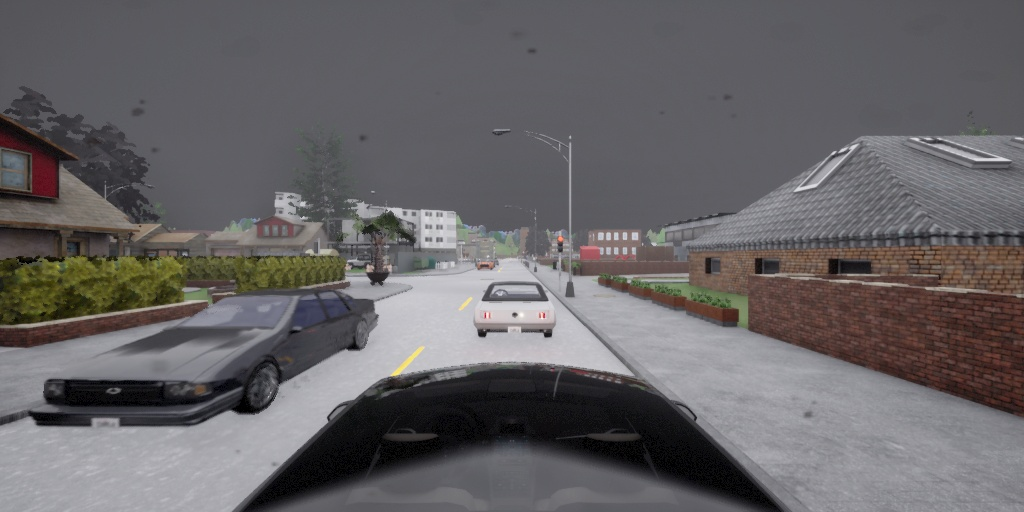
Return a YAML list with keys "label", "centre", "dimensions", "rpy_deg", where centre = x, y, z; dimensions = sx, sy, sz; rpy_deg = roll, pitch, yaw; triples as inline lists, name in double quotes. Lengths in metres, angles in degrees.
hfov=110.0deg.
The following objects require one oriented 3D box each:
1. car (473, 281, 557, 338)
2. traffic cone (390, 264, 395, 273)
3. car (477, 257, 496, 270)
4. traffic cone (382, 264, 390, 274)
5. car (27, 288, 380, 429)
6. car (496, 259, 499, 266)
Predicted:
- label: "car"
  centre: [0.096, 1.351, 10.191]
  dimensions: [1.895, 1.301, 4.718]
  rpy_deg: [0, 0, 1]
- label: "traffic cone"
  centre: [-15.162, 1.558, 44.708]
  dimensions: [0.344, 0.586, 0.344]
  rpy_deg: [0, 0, 0]
- label: "car"
  centre: [-3.826, 1.102, 52.297]
  dimensions: [2.097, 1.767, 4.553]
  rpy_deg: [0, 0, 0]
- label: "traffic cone"
  centre: [-15.526, 1.561, 44.141]
  dimensions: [0.344, 0.586, 0.344]
  rpy_deg: [0, 0, 0]
- label: "car"
  centre: [-4.078, 1.297, 6.269]
  dimensions: [2.033, 1.411, 5.357]
  rpy_deg: [0, 0, 0]
- label: "car"
  centre: [-3.755, 1.254, 61.678]
  dimensions: [1.837, 1.490, 4.892]
  rpy_deg: [0, 0, 1]
